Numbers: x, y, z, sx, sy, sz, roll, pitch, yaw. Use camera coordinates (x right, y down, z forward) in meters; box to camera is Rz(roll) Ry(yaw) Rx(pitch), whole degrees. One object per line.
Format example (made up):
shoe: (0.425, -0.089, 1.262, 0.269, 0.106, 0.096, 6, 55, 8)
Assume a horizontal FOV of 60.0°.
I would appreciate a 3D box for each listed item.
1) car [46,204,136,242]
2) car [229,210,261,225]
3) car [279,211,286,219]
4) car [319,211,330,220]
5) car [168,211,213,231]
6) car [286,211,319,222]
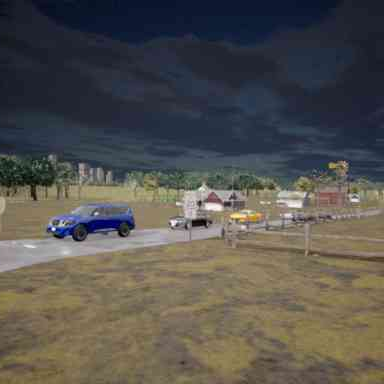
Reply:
car: (-5.898, 1.761, 20.268, 2.150, 2.045, 5.566, 1, -2, 35)
car: (5.956, 2.765, 36.888, 1.882, 1.535, 5.008, 1, -2, 36)
car: (14.324, 3.420, 48.455, 1.895, 1.301, 4.718, 1, -2, 36)
car: (20.537, 3.647, 52.406, 2.033, 1.411, 5.357, 1, -2, 36)
car: (-0.048, 2.398, 28.499, 2.128, 1.511, 4.902, 1, -2, 36)
car: (14.814, 3.281, 44.306, 2.033, 1.411, 5.357, 1, -2, 36)
